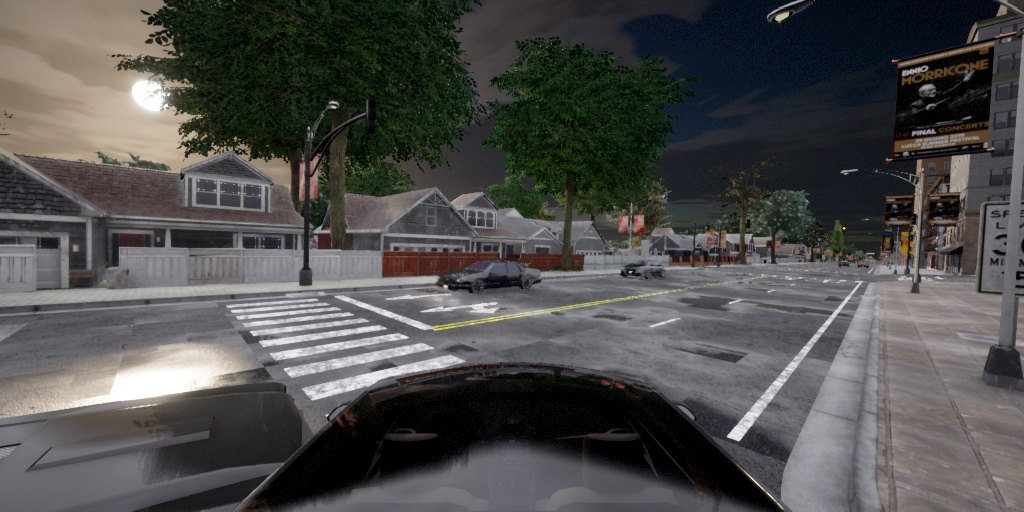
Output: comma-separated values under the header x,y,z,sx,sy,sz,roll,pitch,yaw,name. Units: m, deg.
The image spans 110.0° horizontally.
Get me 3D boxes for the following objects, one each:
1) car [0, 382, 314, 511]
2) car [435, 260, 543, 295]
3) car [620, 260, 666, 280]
x,y,z,sx,sy,sz,roll,pitch,yaw,name
-3.307,1.295,1.232,4.718,1.301,1.895,1,2,-34,car
-0.846,0.898,16.750,5.357,1.411,2.033,0,2,-44,car
10.006,0.991,27.290,4.181,1.385,1.994,1,2,-44,car
